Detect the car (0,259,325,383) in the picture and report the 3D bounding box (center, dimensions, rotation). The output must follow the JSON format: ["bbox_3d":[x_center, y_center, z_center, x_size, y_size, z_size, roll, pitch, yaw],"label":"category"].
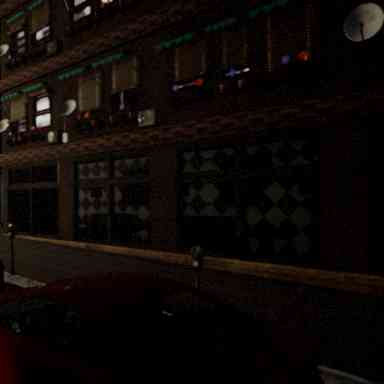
[{"bbox_3d":[-1.004,1.530,3.464,4.507,1.381,1.887,0,-1,36],"label":"car"}]
